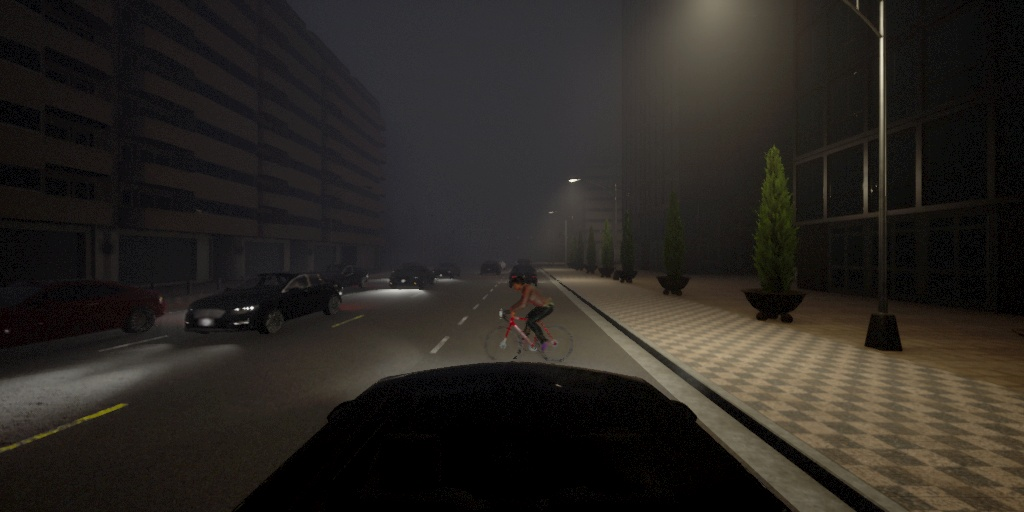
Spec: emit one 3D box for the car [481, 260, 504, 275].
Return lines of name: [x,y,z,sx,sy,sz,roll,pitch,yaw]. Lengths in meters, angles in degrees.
car: [-2.219,1.213,38.852,1.882,1.535,5.008,0,0,2]

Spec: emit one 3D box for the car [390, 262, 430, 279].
car: [-9.505,1.285,33.781,2.033,1.411,5.357,0,0,2]

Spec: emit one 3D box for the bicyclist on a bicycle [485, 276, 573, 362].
bicyclist on a bicycle: [0.300,1.192,6.683,1.656,1.620,0.582,-2,0,2]

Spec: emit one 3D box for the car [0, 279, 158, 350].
car: [-10.450,1.273,7.951,1.812,1.442,4.674,0,0,2]

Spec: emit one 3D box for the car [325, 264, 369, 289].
car: [-9.978,1.231,20.519,2.128,1.511,4.902,0,0,2]

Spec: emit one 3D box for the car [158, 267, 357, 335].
car: [-6.872,1.237,10.600,2.128,1.511,4.902,0,0,2]

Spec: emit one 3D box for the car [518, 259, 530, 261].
car: [1.472,1.087,44.096,2.097,1.767,4.553,0,0,2]

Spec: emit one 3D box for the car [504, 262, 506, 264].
car: [-1.821,1.257,50.732,1.812,1.442,4.674,0,0,2]

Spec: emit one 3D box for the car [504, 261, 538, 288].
car: [0.781,1.289,23.872,2.033,1.411,5.357,0,0,2]

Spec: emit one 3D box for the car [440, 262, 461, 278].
car: [-6.017,1.285,33.521,2.033,1.411,5.357,0,0,2]

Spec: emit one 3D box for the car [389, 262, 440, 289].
car: [-6.358,1.306,23.193,1.994,1.385,4.181,0,0,2]
